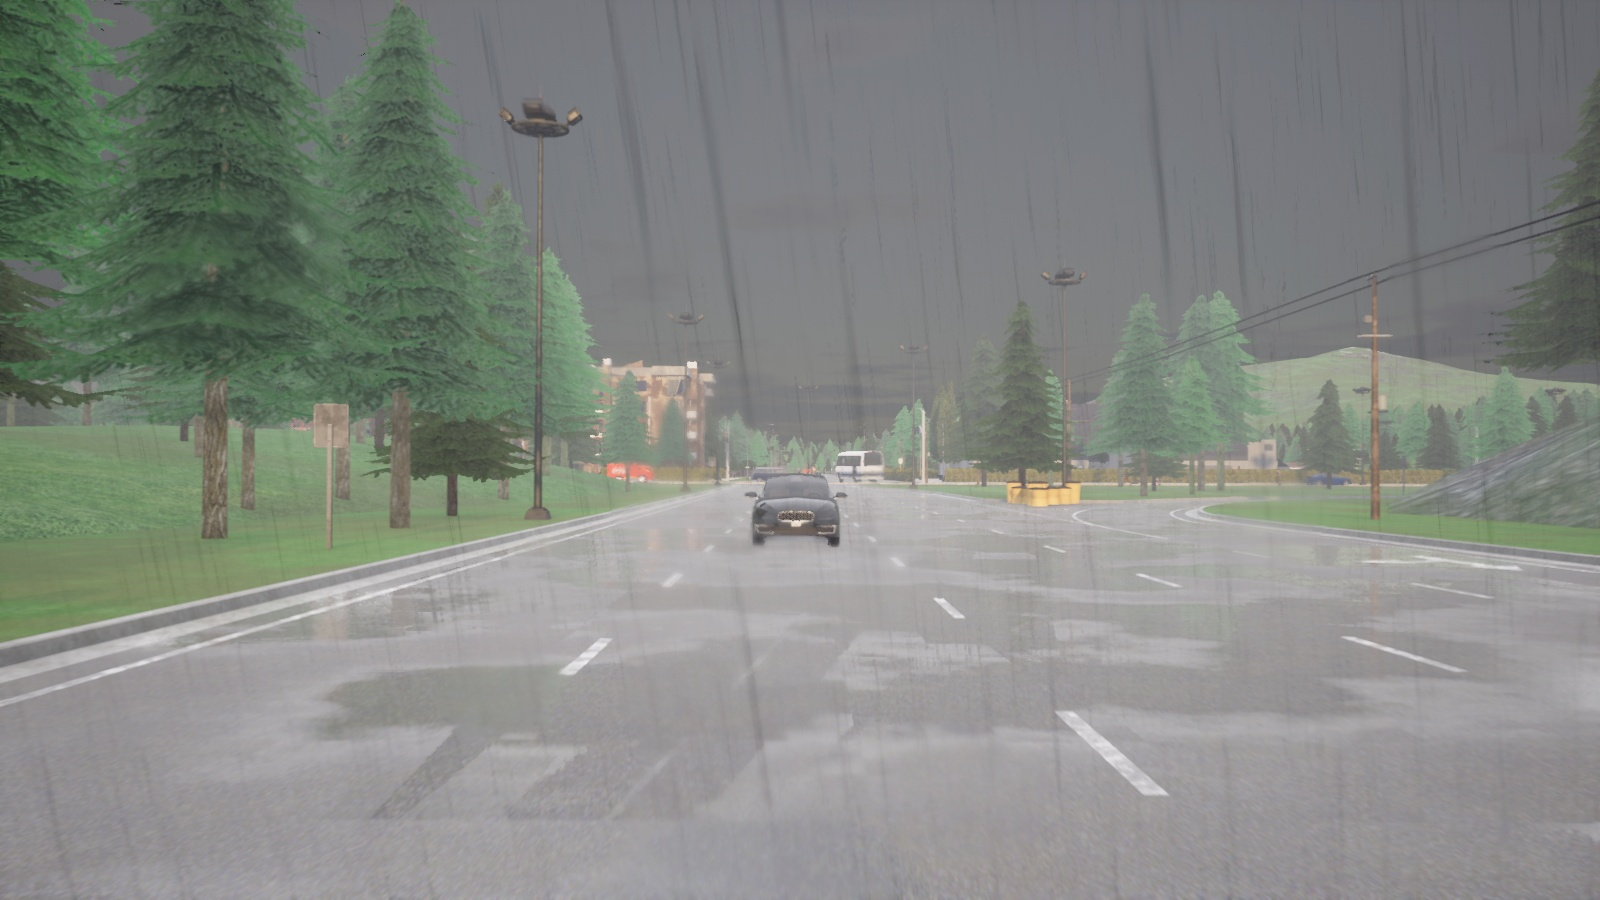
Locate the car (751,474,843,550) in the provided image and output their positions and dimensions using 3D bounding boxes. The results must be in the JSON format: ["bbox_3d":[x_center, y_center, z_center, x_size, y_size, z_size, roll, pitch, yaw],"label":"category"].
[{"bbox_3d":[-0.067,1.280,27.491,1.837,1.490,4.892,0,-1,0],"label":"car"}]
